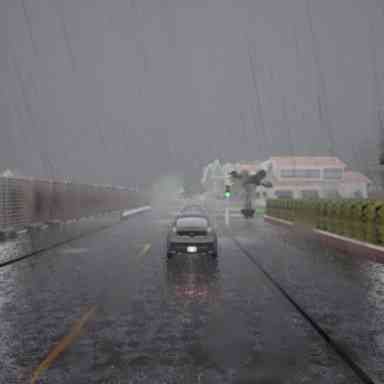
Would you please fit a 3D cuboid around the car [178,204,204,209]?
[{"bbox_3d":[0.174,1.875,28.353,1.994,1.385,4.181,0,-1,5],"label":"car"}]

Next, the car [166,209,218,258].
[{"bbox_3d":[0.011,1.656,13.494,1.837,1.490,4.892,0,0,0],"label":"car"}]

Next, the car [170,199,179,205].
[{"bbox_3d":[-4.043,2.414,78.855,1.994,1.385,4.181,0,-1,0],"label":"car"}]
